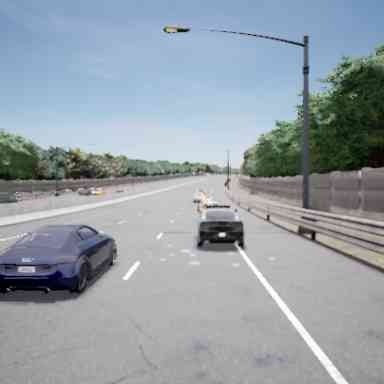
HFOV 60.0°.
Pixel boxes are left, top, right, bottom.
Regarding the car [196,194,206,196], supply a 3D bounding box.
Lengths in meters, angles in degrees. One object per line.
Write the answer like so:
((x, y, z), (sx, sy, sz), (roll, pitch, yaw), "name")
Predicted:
((1.493, 1.265, 30.915), (1.801, 1.575, 5.366), (0, 1, 2), "car")

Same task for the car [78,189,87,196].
((-22.368, 0.111, 69.973), (1.994, 1.385, 4.181), (0, 2, 3), "car")

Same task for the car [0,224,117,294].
((-3.348, 1.538, 8.790), (1.994, 1.385, 4.181), (0, 0, 0), "car")

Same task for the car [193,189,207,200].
((1.215, 0.792, 51.485), (1.812, 1.442, 4.674), (0, 2, 3), "car")

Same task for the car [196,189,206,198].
((1.832, 0.244, 64.917), (1.882, 1.535, 5.008), (0, 2, 3), "car")

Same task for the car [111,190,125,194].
((-15.384, 0.173, 69.500), (1.895, 1.301, 4.718), (0, 2, 3), "car")

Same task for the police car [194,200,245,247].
((1.163, 1.382, 15.024), (1.930, 1.638, 5.238), (0, 0, 1), "police car")

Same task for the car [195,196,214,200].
((1.345, 1.346, 24.987), (1.801, 1.575, 5.366), (0, 1, 1), "car")

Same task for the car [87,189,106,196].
((-19.004, 0.135, 67.537), (1.882, 1.535, 5.008), (0, 2, 3), "car")

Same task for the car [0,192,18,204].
((-17.205, 1.054, 28.495), (2.150, 2.045, 5.566), (0, 1, 2), "car")
